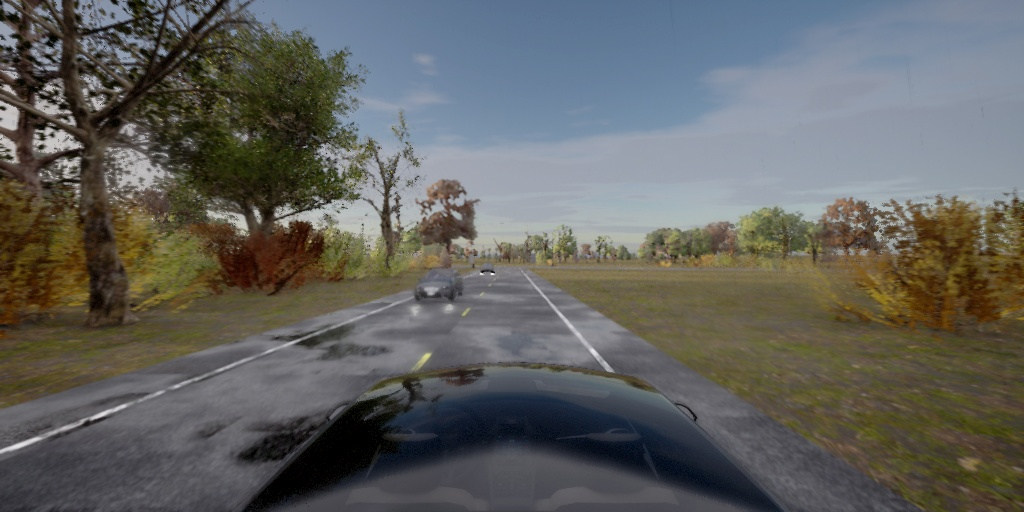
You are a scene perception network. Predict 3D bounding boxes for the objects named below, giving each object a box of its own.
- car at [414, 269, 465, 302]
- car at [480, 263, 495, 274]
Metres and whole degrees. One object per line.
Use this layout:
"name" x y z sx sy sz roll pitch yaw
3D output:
"car" -3.594 1.424 18.397 2.128 1.511 4.902 0 -1 0
"car" -3.544 1.790 52.297 1.837 1.490 4.892 0 0 0
